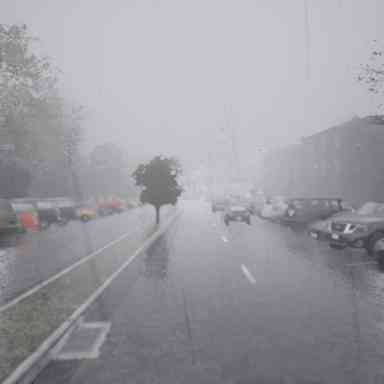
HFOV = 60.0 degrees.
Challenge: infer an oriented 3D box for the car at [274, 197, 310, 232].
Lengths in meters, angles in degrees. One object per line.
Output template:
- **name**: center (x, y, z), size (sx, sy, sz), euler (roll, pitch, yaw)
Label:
- **car**: center (7.931, 1.363, 19.117), size (5.566, 2.045, 2.435), euler (1, -1, -20)

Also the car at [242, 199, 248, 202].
- **car**: center (8.030, 1.737, 34.148), size (4.792, 1.488, 2.163), euler (1, -1, -20)

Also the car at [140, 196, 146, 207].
- **car**: center (-10.351, 1.850, 52.775), size (4.792, 1.488, 2.163), euler (-1, 0, -21)

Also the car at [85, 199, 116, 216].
- **car**: center (-10.183, 1.717, 32.030), size (4.792, 1.488, 2.163), euler (-1, -1, -20)

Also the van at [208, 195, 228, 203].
- **van**: center (6.405, 1.761, 82.359), size (4.442, 1.987, 1.878), euler (1, 0, -25)

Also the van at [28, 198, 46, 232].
- **van**: center (-10.190, 1.367, 17.178), size (4.442, 1.987, 1.878), euler (-1, -1, -20)

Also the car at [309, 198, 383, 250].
- **car**: center (7.840, 1.326, 13.077), size (5.566, 2.045, 2.435), euler (1, 0, -20)

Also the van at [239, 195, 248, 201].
- **van**: center (7.911, 1.497, 37.106), size (4.442, 1.987, 1.878), euler (1, 0, -20)

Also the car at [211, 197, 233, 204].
- **car**: center (6.930, 1.993, 76.384), size (4.674, 1.452, 2.002), euler (1, -1, -24)

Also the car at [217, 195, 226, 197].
- **car**: center (7.701, 1.866, 61.295), size (5.008, 1.535, 2.097), euler (1, 0, -22)

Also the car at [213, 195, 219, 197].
- **car**: center (7.559, 1.632, 64.301), size (5.566, 2.045, 2.435), euler (1, 0, -23)

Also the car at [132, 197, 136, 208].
- **car**: center (-10.171, 1.637, 43.911), size (4.553, 1.767, 2.185), euler (-1, 0, -20)

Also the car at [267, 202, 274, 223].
- **car**: center (7.927, 1.633, 22.105), size (5.008, 1.535, 2.097), euler (1, 0, -20)

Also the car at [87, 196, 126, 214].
- **car**: center (-10.222, 1.455, 34.980), size (5.566, 2.045, 2.435), euler (-1, 0, -20)

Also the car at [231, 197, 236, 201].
- **car**: center (8.030, 1.761, 43.175), size (5.008, 1.535, 2.097), euler (1, 0, -20)

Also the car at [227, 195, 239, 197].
- **car**: center (7.954, 1.671, 49.213), size (4.553, 1.767, 2.185), euler (1, -1, -21)

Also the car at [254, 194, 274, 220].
- **car**: center (7.972, 1.401, 25.125), size (5.566, 2.045, 2.435), euler (1, -1, -20)

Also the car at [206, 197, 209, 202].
- **car**: center (6.737, 1.972, 79.396), size (4.892, 1.521, 2.231), euler (1, 0, -24)

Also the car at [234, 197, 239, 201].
- **car**: center (8.196, 1.743, 40.230), size (5.366, 1.575, 1.946), euler (1, -1, -20)

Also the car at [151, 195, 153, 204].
- **car**: center (-10.894, 1.896, 64.558), size (5.366, 1.575, 1.946), euler (-1, 0, -22)

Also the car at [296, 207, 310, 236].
- **car**: center (7.855, 1.625, 16.083), size (4.792, 1.488, 2.163), euler (1, 0, -20)

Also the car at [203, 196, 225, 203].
- **car**: center (5.837, 2.018, 88.349), size (5.366, 1.575, 1.946), euler (1, 0, -25)

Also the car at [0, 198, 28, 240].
- **car**: center (-10.345, 1.324, 14.148), size (5.566, 2.045, 2.435), euler (-1, 0, -20)

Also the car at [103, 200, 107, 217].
- **car**: center (-10.252, 1.698, 29.027), size (4.792, 1.488, 2.163), euler (-1, 0, -20)

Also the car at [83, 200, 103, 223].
- **car**: center (-10.068, 1.645, 26.129), size (5.366, 1.575, 1.946), euler (-1, -1, -20)

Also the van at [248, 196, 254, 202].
- **van**: center (7.880, 1.461, 31.081), size (4.442, 1.987, 1.878), euler (1, 0, -20)

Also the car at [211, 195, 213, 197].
- **car**: center (7.125, 1.976, 73.366), size (4.674, 1.452, 2.002), euler (1, 0, -24)

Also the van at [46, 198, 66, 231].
- **van**: center (-10.173, 1.385, 20.155), size (4.442, 1.987, 1.878), euler (-1, -1, -20)

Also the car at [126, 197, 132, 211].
- **car**: center (-10.013, 1.721, 38.031), size (5.366, 1.575, 1.946), euler (-1, -1, -20)

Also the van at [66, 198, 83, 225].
- **van**: center (-10.157, 1.404, 23.133), size (4.442, 1.987, 1.878), euler (-1, -1, -20)

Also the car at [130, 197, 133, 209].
- **car**: center (-10.181, 1.745, 40.933), size (4.892, 1.521, 2.231), euler (-1, 0, -20)

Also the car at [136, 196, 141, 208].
- **car**: center (-10.216, 1.782, 46.866), size (5.008, 1.535, 2.097), euler (-1, 0, -20)

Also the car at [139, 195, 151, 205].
- **car**: center (-10.480, 1.858, 58.713), size (5.008, 1.535, 2.097), euler (-1, 0, -22)

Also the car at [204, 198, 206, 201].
- **car**: center (6.296, 1.881, 85.432), size (4.553, 1.767, 2.185), euler (1, 0, -25)

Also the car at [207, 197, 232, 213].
- **car**: center (3.345, 1.752, 41.073), size (2.128, 1.511, 4.902), euler (0, 0, 0)

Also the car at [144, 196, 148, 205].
- **car**: center (-10.368, 1.869, 55.770), size (4.792, 1.488, 2.163), euler (-1, -1, -21)

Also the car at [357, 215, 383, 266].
- **car**: center (7.813, 1.588, 10.071), size (4.792, 1.488, 2.163), euler (1, 0, -20)

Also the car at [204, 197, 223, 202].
- **car**: center (5.912, 2.076, 91.408), size (4.792, 1.488, 2.163), euler (1, -1, -26)

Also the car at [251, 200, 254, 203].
- **car**: center (7.968, 1.670, 28.115), size (5.008, 1.535, 2.097), euler (1, 0, -20)

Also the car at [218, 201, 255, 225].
- **car**: center (3.284, 1.688, 25.402), size (1.812, 1.442, 4.674), euler (0, 0, 0)
